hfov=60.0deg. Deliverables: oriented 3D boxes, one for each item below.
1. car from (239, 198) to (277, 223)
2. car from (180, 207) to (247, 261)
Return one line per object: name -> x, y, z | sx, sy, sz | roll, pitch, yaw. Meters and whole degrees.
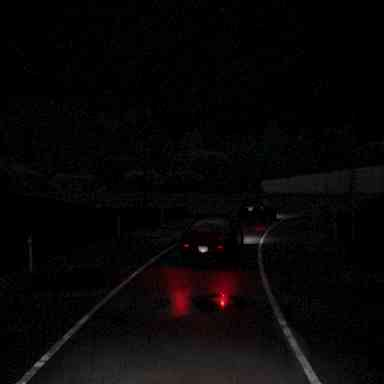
car -> 4.936, 1.186, 24.772 | 2.097, 1.767, 4.553 | 1, 1, 26
car -> 0.854, 1.534, 12.336 | 1.812, 1.442, 4.674 | 0, 1, 13
